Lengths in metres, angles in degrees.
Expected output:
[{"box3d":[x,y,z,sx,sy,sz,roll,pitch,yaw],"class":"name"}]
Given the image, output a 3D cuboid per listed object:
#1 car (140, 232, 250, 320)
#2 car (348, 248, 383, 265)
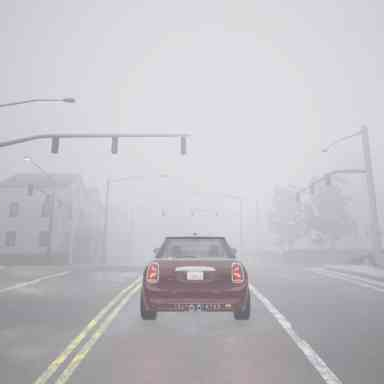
[{"box3d":[0.078,1.790,8.228,2.097,1.767,4.553,0,-6,0],"class":"car"},{"box3d":[16.227,5.692,29.053,4.892,1.490,1.837,0,-12,1],"class":"car"}]
